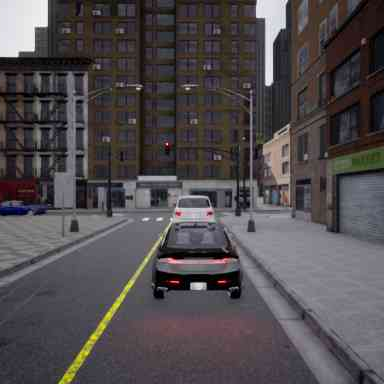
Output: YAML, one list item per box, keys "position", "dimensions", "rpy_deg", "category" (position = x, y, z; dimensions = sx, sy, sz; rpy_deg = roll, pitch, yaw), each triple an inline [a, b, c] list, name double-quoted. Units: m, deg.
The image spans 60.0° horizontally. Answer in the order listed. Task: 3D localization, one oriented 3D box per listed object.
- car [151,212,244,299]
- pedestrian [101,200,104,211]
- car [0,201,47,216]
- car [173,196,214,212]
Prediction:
- position: [0.097, 1.490, 8.440]
  dimensions: [2.128, 1.511, 4.902]
  rpy_deg: [0, 0, 0]
  category: "car"
- position: [-10.174, 1.496, 37.960]
  dimensions: [0.375, 1.300, 0.375]
  rpy_deg: [0, 0, -1]
  category: "pedestrian"
- position: [-16.477, 1.584, 31.643]
  dimensions: [5.008, 1.535, 1.882]
  rpy_deg: [0, 0, -1]
  category: "car"
- position: [0.092, 1.214, 18.894]
  dimensions: [2.150, 2.045, 5.566]
  rpy_deg: [0, 0, 0]
  category: "car"
